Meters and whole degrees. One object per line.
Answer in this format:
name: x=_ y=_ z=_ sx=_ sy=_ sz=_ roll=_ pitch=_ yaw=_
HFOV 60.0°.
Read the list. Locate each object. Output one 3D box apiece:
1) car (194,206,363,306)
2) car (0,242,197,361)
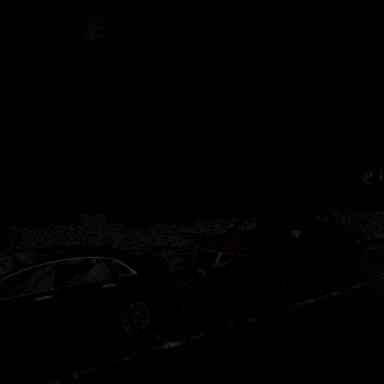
car: x=2.234 y=1.315 z=8.235 sx=5.009 sy=1.841 sz=2.192 roll=0 pitch=0 yaw=-35
car: x=-2.335 y=1.551 z=4.980 sx=4.403 sy=1.369 sz=2.008 roll=0 pitch=0 yaw=-35
